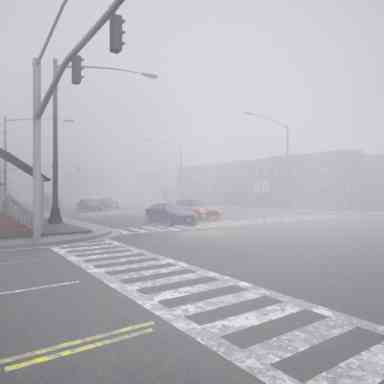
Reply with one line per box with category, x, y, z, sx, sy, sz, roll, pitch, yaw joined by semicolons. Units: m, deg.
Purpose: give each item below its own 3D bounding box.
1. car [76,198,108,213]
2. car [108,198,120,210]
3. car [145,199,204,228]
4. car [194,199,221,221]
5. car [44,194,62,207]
car;-11.388;1.504;36.784;1.837;1.490;4.892;0;0;-36
car;-10.745;1.491;41.909;2.128;1.511;4.902;0;0;-35
car;-1.504;1.478;22.499;1.882;1.535;5.008;0;0;-32
car;0.281;1.352;26.575;2.097;1.767;4.553;0;0;-36
car;-22.037;1.328;51.835;2.150;2.045;5.566;0;0;-36
